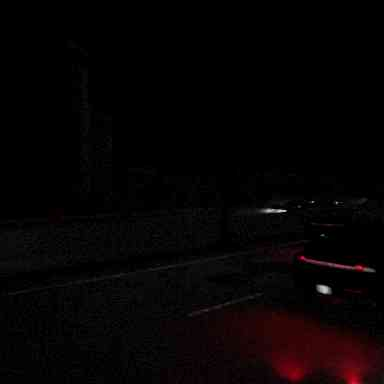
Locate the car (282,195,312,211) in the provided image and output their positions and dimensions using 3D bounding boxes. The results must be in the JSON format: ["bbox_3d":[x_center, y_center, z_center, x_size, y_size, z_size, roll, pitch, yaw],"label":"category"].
[{"bbox_3d":[12.041,1.458,37.257,1.837,1.490,4.892,0,0,33],"label":"car"}]

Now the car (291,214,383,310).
[{"bbox_3d":[4.173,1.475,7.341,4.902,1.511,2.128,0,0,-39],"label":"car"}]

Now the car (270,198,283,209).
[{"bbox_3d":[11.659,1.481,43.221,1.812,1.442,4.674,0,0,30],"label":"car"}]

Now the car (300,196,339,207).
[{"bbox_3d":[12.400,1.442,31.678,2.128,1.511,4.902,0,0,36],"label":"car"}]

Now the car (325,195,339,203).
[{"bbox_3d":[28.990,1.424,68.951,1.994,1.385,4.181,0,0,12],"label":"car"}]

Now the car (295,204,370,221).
[{"bbox_3d":[6.772,1.464,14.372,4.902,1.511,2.128,0,0,-43],"label":"car"}]
